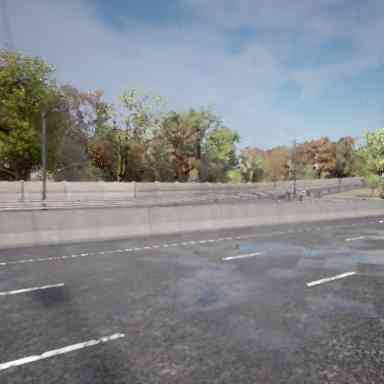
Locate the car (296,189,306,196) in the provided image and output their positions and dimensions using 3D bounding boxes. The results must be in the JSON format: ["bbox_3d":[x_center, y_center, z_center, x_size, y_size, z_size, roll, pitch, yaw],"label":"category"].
[{"bbox_3d":[25.562,0.212,79.010,2.097,1.767,4.553,0,2,33],"label":"car"}]

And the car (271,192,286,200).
[{"bbox_3d":[17.142,0.744,65.679,1.882,1.535,5.008,0,1,31],"label":"car"}]
